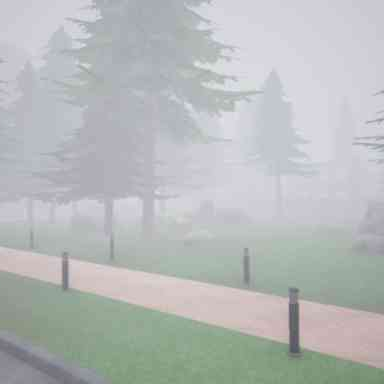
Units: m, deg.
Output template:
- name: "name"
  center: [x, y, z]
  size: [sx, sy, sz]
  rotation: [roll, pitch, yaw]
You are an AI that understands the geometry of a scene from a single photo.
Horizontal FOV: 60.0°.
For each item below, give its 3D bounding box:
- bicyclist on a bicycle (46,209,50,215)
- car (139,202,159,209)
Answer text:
- name: "bicyclist on a bicycle"
  center: [-14.901, 1.665, 34.898]
  size: [1.656, 1.620, 0.582]
  rotation: [-1, -1, 37]
- name: "car"
  center: [-6.541, 1.894, 52.613]
  size: [2.128, 1.511, 4.902]
  rotation: [-1, 0, 37]
